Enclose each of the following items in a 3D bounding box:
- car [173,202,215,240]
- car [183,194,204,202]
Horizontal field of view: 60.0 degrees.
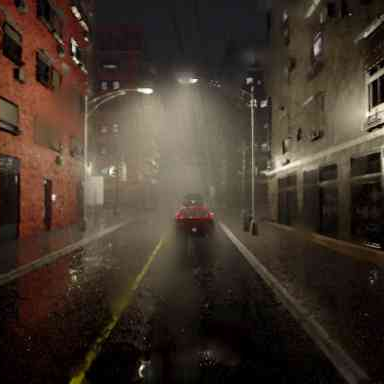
[{"bbox_3d":[0.107,1.473,16.828,1.882,1.535,5.008,0,0,0],"label":"car"},{"bbox_3d":[0.159,1.237,38.262,2.150,2.045,5.566,2,-1,0],"label":"car"}]
